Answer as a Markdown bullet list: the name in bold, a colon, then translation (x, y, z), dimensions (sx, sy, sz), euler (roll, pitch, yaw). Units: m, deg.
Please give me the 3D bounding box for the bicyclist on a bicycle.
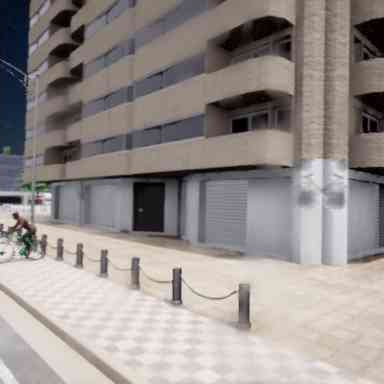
- **bicyclist on a bicycle**: translation (-5.577, 1.470, 10.782), dimensions (1.656, 1.620, 0.582), euler (3, -2, -43)
